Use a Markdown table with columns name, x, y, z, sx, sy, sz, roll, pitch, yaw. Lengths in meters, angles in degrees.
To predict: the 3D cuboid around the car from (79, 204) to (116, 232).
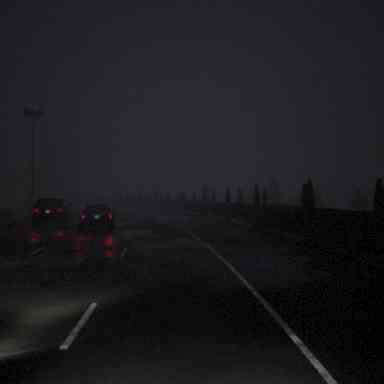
| name | x | y | z | sx | sy | sz | roll | pitch | yaw |
| --- | --- | --- | --- | --- | --- | --- | --- | --- | --- |
| car | -6.100 | 1.537 | 21.839 | 2.097 | 1.767 | 4.553 | 0 | 0 | -12 |

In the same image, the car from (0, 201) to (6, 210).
| name | x | y | z | sx | sy | sz | roll | pitch | yaw |
| --- | --- | --- | --- | --- | --- | --- | --- | --- | --- |
| car | -25.581 | 1.897 | 43.763 | 1.882 | 1.535 | 5.008 | 0 | -1 | -28 |

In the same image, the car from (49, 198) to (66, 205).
| name | x | y | z | sx | sy | sz | roll | pitch | yaw |
| --- | --- | --- | --- | --- | --- | --- | --- | --- | --- |
| car | -30.954 | 2.133 | 76.420 | 5.366 | 1.575 | 1.801 | -1 | -1 | 45 |

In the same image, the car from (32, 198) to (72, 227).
| name | x | y | z | sx | sy | sz | roll | pitch | yaw |
| --- | --- | --- | --- | --- | --- | --- | --- | --- | --- |
| car | -10.413 | 1.445 | 25.000 | 2.150 | 2.045 | 5.566 | 0 | 0 | -15 |
